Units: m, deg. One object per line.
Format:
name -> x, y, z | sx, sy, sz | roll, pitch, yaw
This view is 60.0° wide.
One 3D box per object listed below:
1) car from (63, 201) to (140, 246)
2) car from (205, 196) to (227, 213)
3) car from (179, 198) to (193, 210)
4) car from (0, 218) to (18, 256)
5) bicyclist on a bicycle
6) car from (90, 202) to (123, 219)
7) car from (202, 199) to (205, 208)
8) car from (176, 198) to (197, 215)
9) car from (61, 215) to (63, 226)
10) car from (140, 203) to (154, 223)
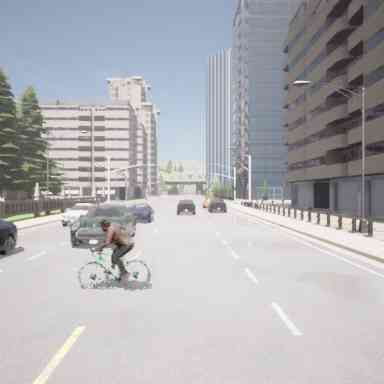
car -> -3.890, 1.351, 15.188 | 2.097, 1.767, 4.553 | 0, 0, -1
car -> 2.809, 1.505, 37.643 | 1.837, 1.490, 4.892 | 0, 0, -1
car -> -0.804, 1.526, 43.611 | 1.812, 1.442, 4.674 | 0, 0, -1
car -> -7.290, 1.492, 10.315 | 2.128, 1.511, 4.902 | 0, 0, -1
bicyclist on a bicycle -> -1.798, 1.455, 7.631 | 1.656, 1.620, 0.582 | -2, 0, -1
car -> -7.672, 1.601, 30.283 | 1.895, 1.301, 4.718 | 0, 0, -1
car -> 2.591, 1.352, 46.777 | 2.097, 1.767, 4.553 | 0, 0, -1
car -> -0.601, 1.505, 34.364 | 1.837, 1.490, 4.892 | 0, 0, -1
car -> -7.485, 1.525, 23.149 | 1.812, 1.442, 4.674 | 0, 0, -1
car -> -4.014, 1.564, 25.587 | 1.994, 1.385, 4.181 | 0, 0, -1
